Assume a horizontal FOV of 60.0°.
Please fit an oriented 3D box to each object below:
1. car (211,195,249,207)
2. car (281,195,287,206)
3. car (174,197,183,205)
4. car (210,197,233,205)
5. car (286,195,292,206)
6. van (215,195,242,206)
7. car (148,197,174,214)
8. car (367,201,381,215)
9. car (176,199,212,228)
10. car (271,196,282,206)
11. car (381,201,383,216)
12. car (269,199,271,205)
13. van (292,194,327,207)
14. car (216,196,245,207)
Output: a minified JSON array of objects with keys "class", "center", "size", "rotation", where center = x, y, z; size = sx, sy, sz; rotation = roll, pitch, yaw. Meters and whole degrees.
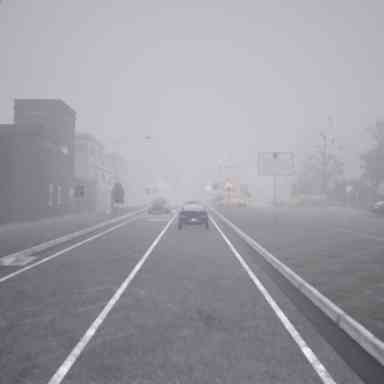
[{"class":"car","center":[6.098,1.589,51.999],"size":[5.366,1.575,1.946],"rotation":[0,-1,0]},{"class":"car","center":[18.699,1.682,56.905],"size":[5.366,1.575,1.946],"rotation":[0,-1,0]},{"class":"car","center":[-3.354,2.057,76.612],"size":[2.150,2.045,5.566],"rotation":[0,-2,0]},{"class":"car","center":[6.137,1.908,70.097],"size":[4.553,1.767,2.185],"rotation":[0,-2,-1]},{"class":"car","center":[18.719,1.630,54.244],"size":[5.366,1.575,1.946],"rotation":[0,-1,0]},{"class":"van","center":[6.352,1.480,57.960],"size":[4.442,1.987,1.878],"rotation":[0,-1,0]},{"class":"car","center":[-3.343,1.349,34.703],"size":[2.097,1.767,4.553],"rotation":[0,0,0]},{"class":"car","center":[18.690,1.487,30.656],"size":[4.674,1.452,2.002],"rotation":[0,0,0]},{"class":"car","center":[0.091,1.479,22.093],"size":[1.882,1.535,5.008],"rotation":[0,0,0]},{"class":"car","center":[18.440,1.565,62.625],"size":[5.566,2.045,2.435],"rotation":[0,-2,-1]},{"class":"car","center":[18.760,1.320,27.486],"size":[4.553,1.767,2.185],"rotation":[0,0,0]},{"class":"car","center":[18.427,1.897,65.409],"size":[4.892,1.521,2.231],"rotation":[0,-2,-1]},{"class":"van","center":[18.439,1.360,51.452],"size":[4.442,1.987,1.878],"rotation":[0,-1,0]},{"class":"car","center":[6.291,1.516,54.920],"size":[4.553,1.767,2.185],"rotation":[0,-1,0]}]
